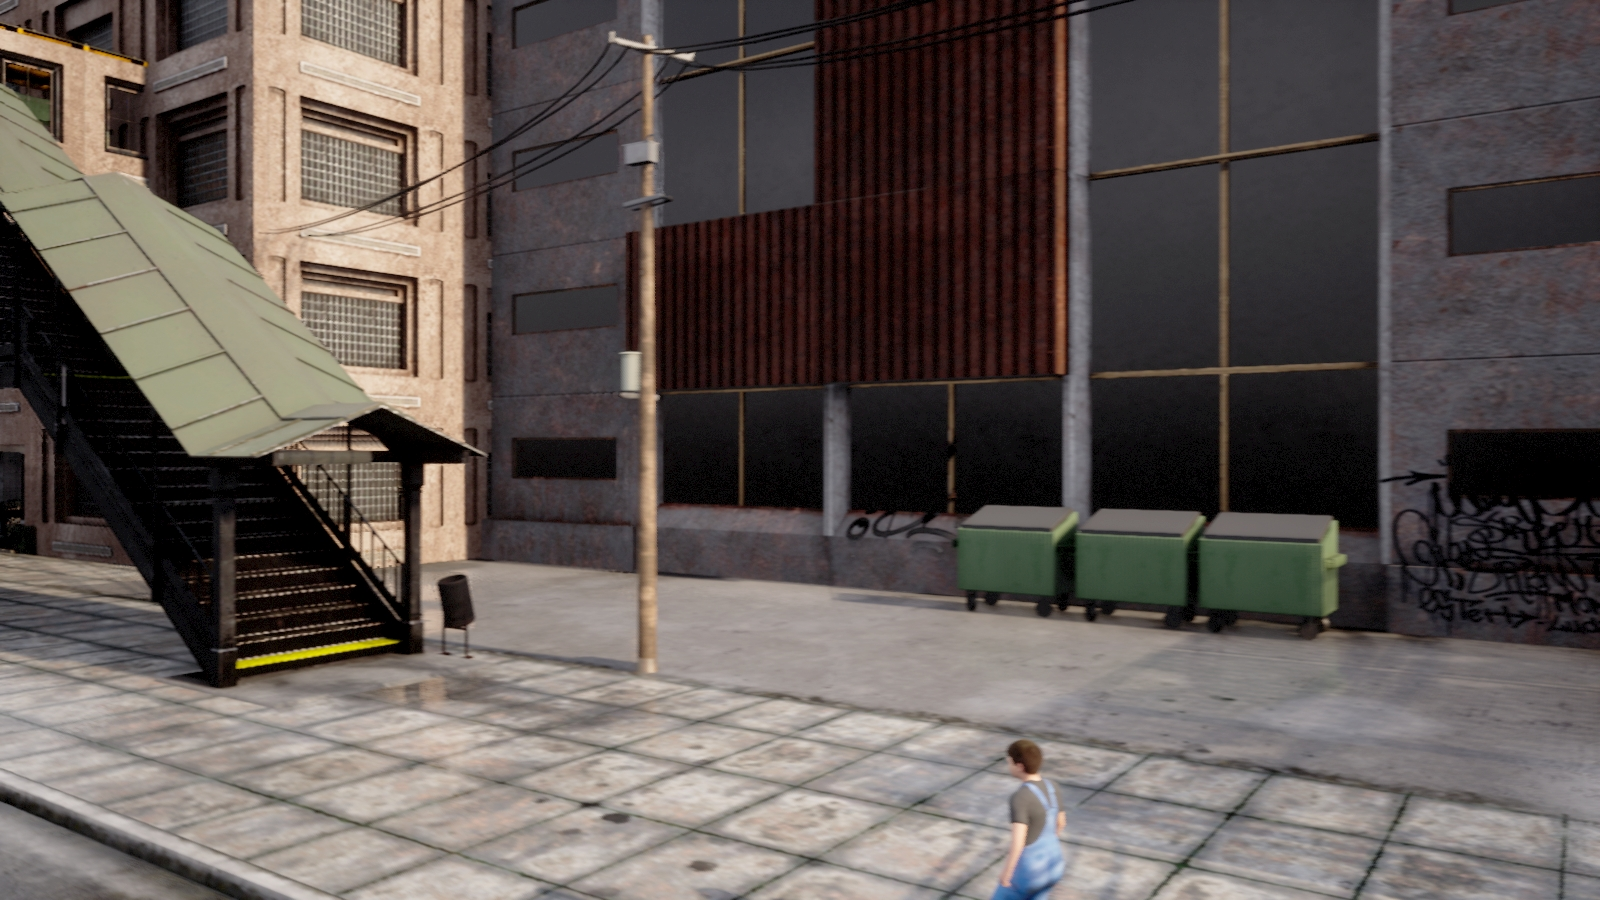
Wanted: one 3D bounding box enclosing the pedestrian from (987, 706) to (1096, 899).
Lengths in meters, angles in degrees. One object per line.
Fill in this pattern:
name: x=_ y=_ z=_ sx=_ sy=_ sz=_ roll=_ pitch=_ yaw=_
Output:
pedestrian: x=1.194 y=1.976 z=5.658 sx=0.375 sy=1.300 sz=0.375 roll=0 pitch=0 yaw=-38
